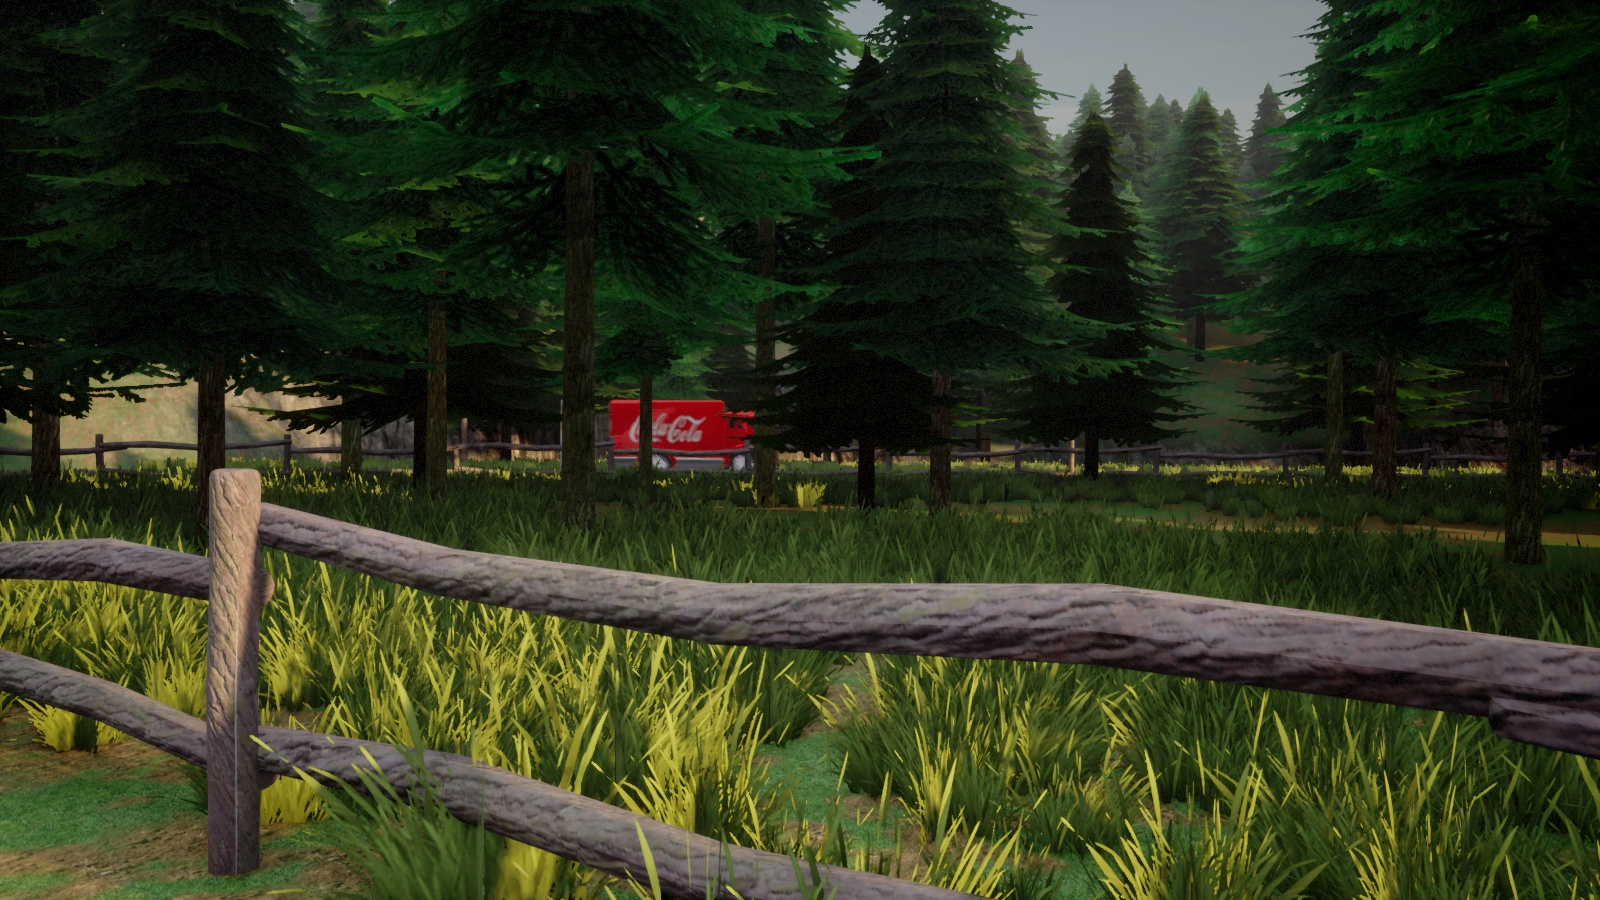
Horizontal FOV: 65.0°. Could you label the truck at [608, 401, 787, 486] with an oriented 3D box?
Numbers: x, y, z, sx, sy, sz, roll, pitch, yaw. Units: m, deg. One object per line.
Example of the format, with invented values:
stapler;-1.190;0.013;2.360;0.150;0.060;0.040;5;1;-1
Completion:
truck;-3.212;-0.228;38.640;5.204;2.467;2.627;-1;1;-10
